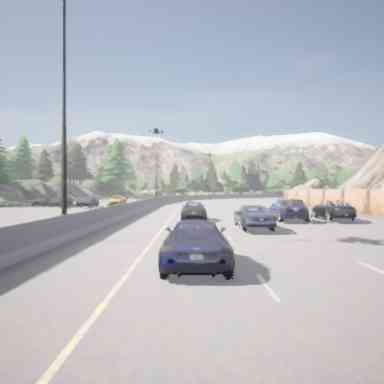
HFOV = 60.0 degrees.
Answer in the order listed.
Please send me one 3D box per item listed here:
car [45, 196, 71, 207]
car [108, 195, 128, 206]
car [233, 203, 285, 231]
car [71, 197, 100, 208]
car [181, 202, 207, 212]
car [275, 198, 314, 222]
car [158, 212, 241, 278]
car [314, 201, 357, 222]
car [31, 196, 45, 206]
[{"bbox_3d":[-17.477,1.275,44.840,1.837,1.490,4.892,0,0,1],"label":"car"},{"bbox_3d":[-10.431,1.249,46.923,1.882,1.535,5.008,0,0,1],"label":"car"},{"bbox_3d":[3.630,1.462,19.837,2.033,1.411,5.357,0,0,0],"label":"car"},{"bbox_3d":[-14.001,1.322,44.946,2.033,1.411,5.357,0,0,1],"label":"car"},{"bbox_3d":[0.138,1.446,25.908,1.994,1.385,4.181,0,0,0],"label":"car"},{"bbox_3d":[7.137,1.248,25.001,2.097,1.767,4.553,0,0,0],"label":"car"},{"bbox_3d":[0.114,1.518,9.978,1.994,1.385,4.181,0,0,0],"label":"car"},{"bbox_3d":[10.638,1.391,25.274,2.128,1.511,4.902,0,0,0],"label":"car"},{"bbox_3d":[-20.949,1.320,46.953,1.994,1.385,4.181,0,0,1],"label":"car"}]
